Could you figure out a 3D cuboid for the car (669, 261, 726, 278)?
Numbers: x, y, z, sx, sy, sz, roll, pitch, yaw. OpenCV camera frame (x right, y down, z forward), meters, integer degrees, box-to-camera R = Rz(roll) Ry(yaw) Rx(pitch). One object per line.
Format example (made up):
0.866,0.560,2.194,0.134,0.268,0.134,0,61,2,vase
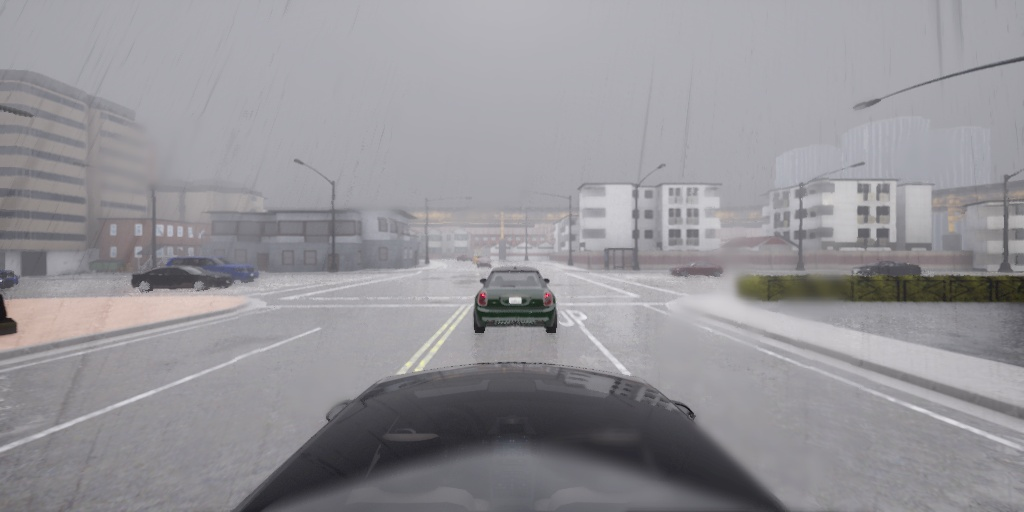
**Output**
16.602,1.187,32.206,4.674,1.442,1.812,0,0,1,car

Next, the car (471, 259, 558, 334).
0.084,1.076,10.700,2.097,1.767,4.553,0,0,0,car

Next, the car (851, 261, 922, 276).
32.883,1.154,31.613,4.902,1.511,2.128,0,0,3,car

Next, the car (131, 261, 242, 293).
-19.340,1.289,21.193,5.008,1.535,1.882,-1,0,-1,car

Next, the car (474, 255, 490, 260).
-3.811,0.842,49.256,1.882,1.535,5.008,0,1,-3,car

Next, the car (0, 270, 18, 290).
-37.360,1.364,24.262,5.566,2.045,2.150,-1,0,-1,car

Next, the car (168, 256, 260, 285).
-20.620,1.039,24.662,5.566,2.045,2.150,-1,0,-1,car

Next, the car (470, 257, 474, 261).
-5.284,0.580,59.306,1.882,1.535,5.008,0,2,-15,car
